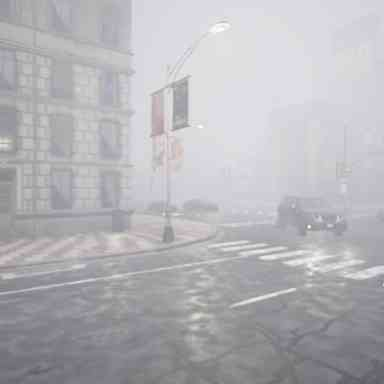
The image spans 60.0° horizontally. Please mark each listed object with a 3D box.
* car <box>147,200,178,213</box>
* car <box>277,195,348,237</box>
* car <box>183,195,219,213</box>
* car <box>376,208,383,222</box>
[{"bbox_3d":[-3.356,1.566,37.037,1.994,1.385,4.181,0,0,-36],"label":"car"},{"bbox_3d":[6.432,1.223,18.453,2.150,2.045,5.566,1,0,-2],"label":"car"},{"bbox_3d":[0.959,1.480,37.025,1.882,1.535,5.008,0,0,-36],"label":"car"},{"bbox_3d":[14.171,1.494,20.575,4.902,1.511,2.128,0,0,39],"label":"car"}]
